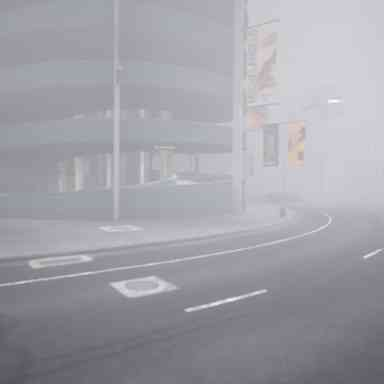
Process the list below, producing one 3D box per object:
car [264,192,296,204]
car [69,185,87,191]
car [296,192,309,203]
[{"bbox_3d":[11.958,0.808,46.595,1.837,1.490,4.892,1,0,-20],"label":"car"},{"bbox_3d":[-19.580,-0.156,57.429,2.435,2.045,5.566,0,1,-35],"label":"car"},{"bbox_3d":[14.920,0.786,48.606,2.128,1.511,4.902,0,1,-21],"label":"car"}]
